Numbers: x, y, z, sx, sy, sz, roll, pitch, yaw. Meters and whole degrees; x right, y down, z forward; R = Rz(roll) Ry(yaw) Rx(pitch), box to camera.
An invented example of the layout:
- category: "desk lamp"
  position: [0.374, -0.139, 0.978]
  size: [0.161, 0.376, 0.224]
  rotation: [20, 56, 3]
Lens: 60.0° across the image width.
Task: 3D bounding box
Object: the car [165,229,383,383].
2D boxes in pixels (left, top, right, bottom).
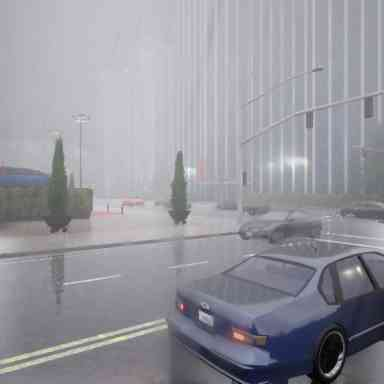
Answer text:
- category: "car"
  position: [2.224, 1.547, 5.389]
  size: [5.357, 1.411, 2.033]
  rotation: [0, 0, -35]

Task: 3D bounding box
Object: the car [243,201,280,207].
- category: "car"
  position: [6.831, 1.526, 29.401]
  size: [1.812, 1.442, 4.674]
  rotation: [0, 0, -36]

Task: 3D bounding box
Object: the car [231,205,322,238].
- category: "car"
  position: [4.271, 1.526, 15.557]
  size: [4.674, 1.442, 1.812]
  rotation: [0, 0, -38]

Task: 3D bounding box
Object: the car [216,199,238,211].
- category: "car"
  position: [5.009, 1.548, 37.840]
  size: [2.033, 1.411, 5.357]
  rotation: [0, 0, -36]

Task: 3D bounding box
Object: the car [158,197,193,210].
- category: "car"
  position: [-1.856, 1.506, 41.356]
  size: [1.837, 1.490, 4.892]
  rotation: [0, 0, -36]

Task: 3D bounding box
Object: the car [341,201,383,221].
- category: "car"
  position: [13.993, 1.507, 25.554]
  size: [1.837, 1.490, 4.892]
  rotation: [0, -1, -36]

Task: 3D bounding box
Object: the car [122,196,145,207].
- category: "car"
  position: [-9.051, 1.352, 51.316]
  size: [2.097, 1.767, 4.553]
  rotation: [0, 0, -36]

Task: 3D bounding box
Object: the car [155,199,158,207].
- category: "car"
  position: [-3.969, 1.526, 50.256]
  size: [1.812, 1.442, 4.674]
  rotation: [0, 0, -36]
